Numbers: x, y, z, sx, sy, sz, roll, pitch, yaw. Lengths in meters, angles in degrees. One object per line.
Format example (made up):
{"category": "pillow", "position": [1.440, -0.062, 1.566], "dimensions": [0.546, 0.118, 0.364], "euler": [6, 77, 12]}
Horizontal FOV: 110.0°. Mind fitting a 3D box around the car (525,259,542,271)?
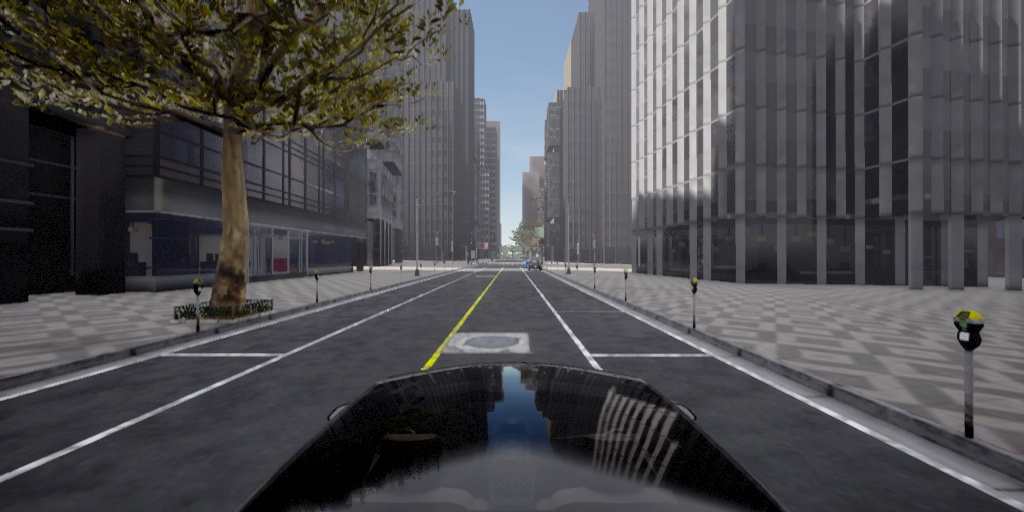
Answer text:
{"category": "car", "position": [3.149, 1.273, 50.166], "dimensions": [1.812, 1.442, 4.674], "euler": [0, 0, 0]}
